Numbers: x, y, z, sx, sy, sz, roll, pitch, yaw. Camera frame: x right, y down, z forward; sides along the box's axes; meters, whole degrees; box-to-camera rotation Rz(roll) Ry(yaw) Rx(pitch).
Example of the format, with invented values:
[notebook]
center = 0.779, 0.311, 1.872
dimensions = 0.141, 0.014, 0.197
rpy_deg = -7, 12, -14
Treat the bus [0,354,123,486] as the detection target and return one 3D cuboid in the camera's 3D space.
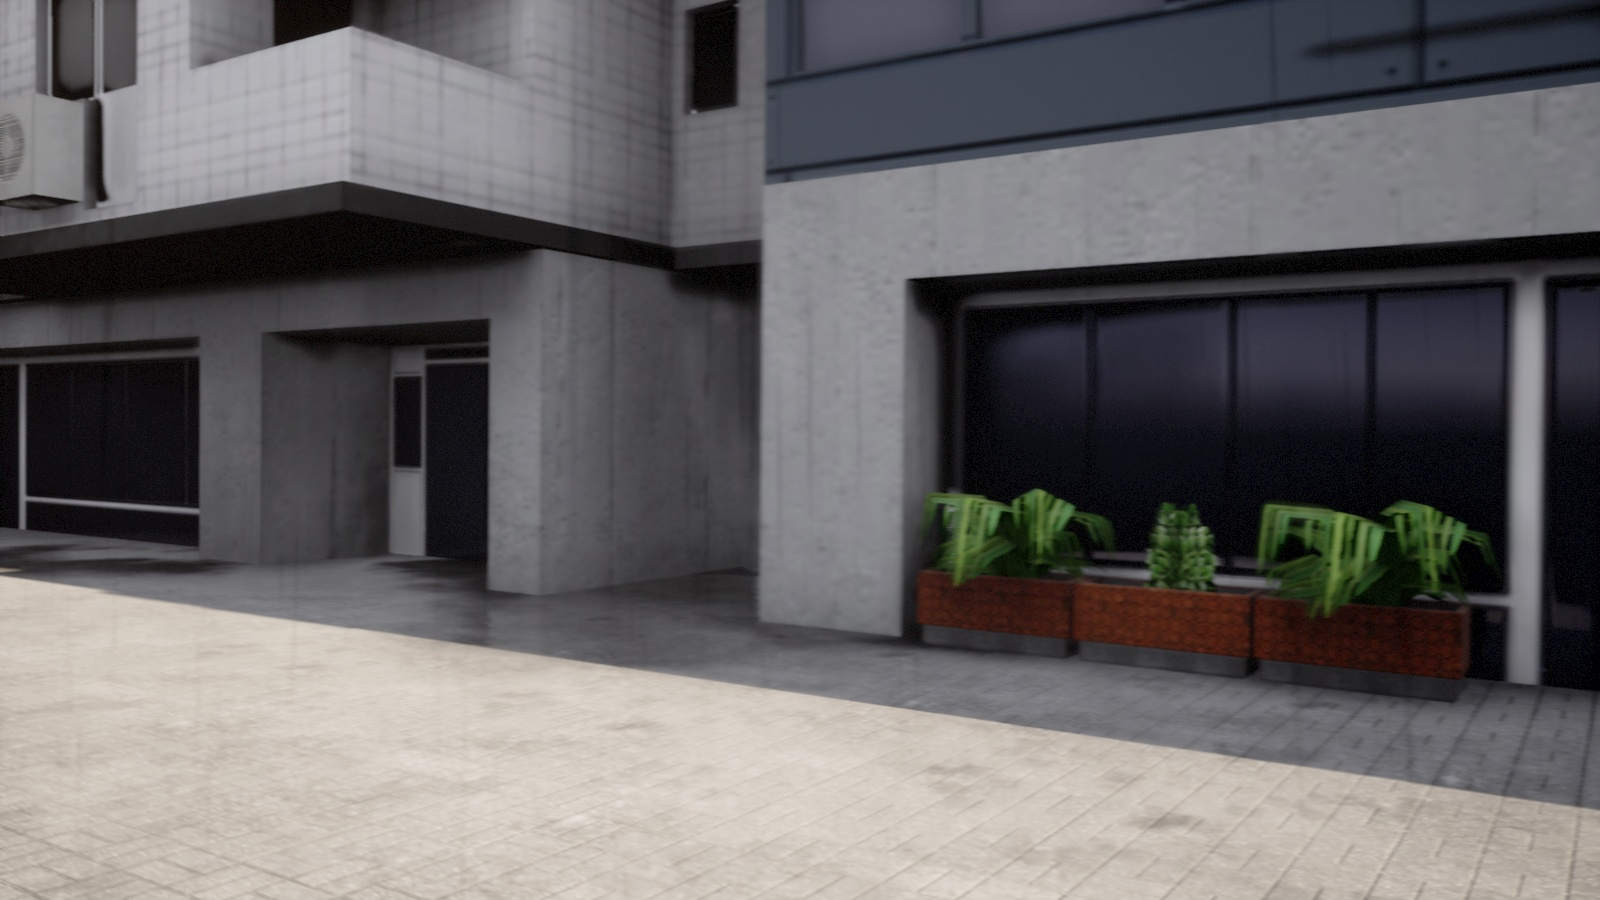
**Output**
[bus]
center = -28.018, -0.942, 40.371
dimensions = 3.944, 4.253, 10.273
rpy_deg = 0, 1, 35
